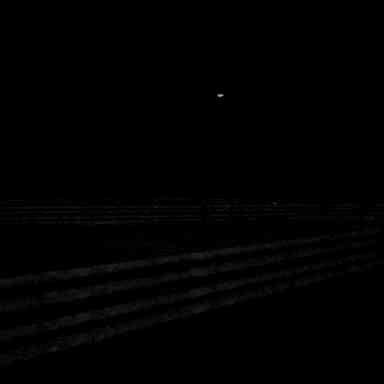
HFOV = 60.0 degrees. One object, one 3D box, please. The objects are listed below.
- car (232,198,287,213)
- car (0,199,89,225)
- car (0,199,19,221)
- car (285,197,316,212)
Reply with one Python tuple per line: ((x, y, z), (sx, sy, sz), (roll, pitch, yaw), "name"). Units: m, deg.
((5.518, 1.333, 28.520), (4.181, 1.385, 1.994), (0, 0, -15), "car")
((-8.987, 1.217, 20.952), (4.892, 1.490, 1.837), (0, 0, -15), "car")
((-14.740, 1.210, 23.015), (4.674, 1.442, 1.812), (0, 0, -15), "car")
((10.391, 1.282, 33.469), (4.892, 1.490, 1.837), (0, 0, -15), "car")
